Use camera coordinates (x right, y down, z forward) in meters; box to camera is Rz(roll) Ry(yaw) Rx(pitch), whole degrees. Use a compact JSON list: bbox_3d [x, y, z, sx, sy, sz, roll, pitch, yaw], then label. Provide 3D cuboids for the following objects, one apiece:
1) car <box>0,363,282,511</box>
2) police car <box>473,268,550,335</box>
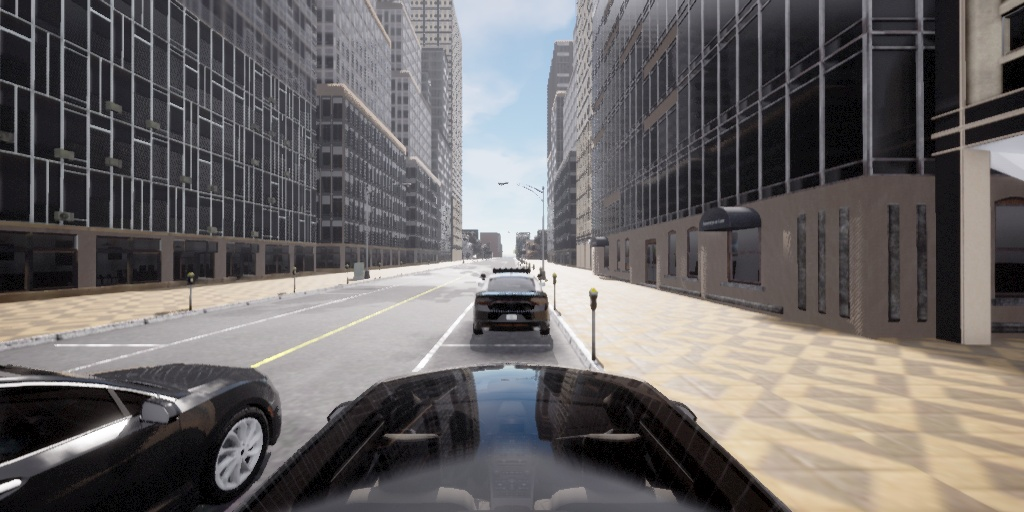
[{"bbox_3d":[-3.145,1.253,1.499,1.837,1.490,4.892,0,0,0],"label":"car"},{"bbox_3d":[-0.012,1.164,10.609,1.930,1.638,5.238,0,0,0],"label":"police car"}]
